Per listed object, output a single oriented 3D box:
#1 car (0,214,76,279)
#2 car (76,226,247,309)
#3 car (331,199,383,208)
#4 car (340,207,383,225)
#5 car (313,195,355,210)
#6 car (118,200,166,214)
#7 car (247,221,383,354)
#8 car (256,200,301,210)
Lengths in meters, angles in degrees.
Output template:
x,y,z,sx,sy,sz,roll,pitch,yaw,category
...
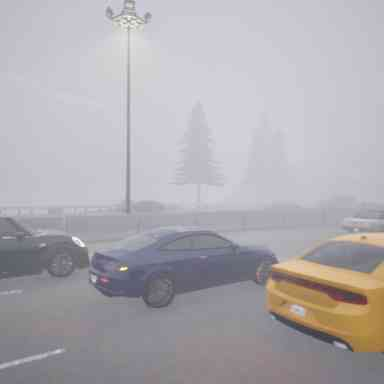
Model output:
x,y,z,sx,sy,sz,roll,pitch,yaw,category
-5.081,1.353,8.601,4.553,1.767,2.097,0,0,-35,car
-0.027,1.540,7.828,4.674,1.442,1.812,0,0,-34,car
17.003,1.657,33.273,5.357,1.411,2.033,0,0,-24,car
10.387,1.663,18.155,4.718,1.301,1.895,0,0,-28,car
17.740,1.348,41.161,5.566,2.045,2.150,0,0,-22,car
-5.064,1.553,33.739,4.892,1.490,1.837,0,0,-30,car
3.549,1.498,5.985,5.008,1.535,1.882,0,0,-33,car
8.581,1.577,33.149,4.902,1.511,2.128,0,0,-26,car
